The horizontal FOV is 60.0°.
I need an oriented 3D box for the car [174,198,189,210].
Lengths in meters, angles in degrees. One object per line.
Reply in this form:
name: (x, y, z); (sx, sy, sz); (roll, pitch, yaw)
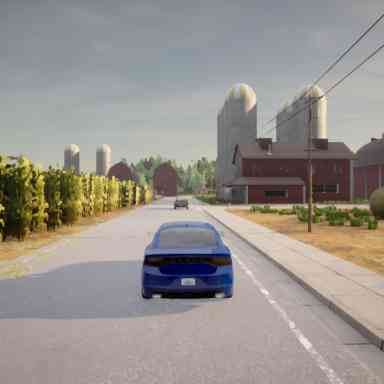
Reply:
car: (-1.433, 1.490, 44.087); (2.128, 1.511, 4.902); (0, 0, -2)

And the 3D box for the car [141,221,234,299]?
car: (-0.141, 1.478, 8.510); (1.882, 1.535, 5.008); (0, 0, -2)
